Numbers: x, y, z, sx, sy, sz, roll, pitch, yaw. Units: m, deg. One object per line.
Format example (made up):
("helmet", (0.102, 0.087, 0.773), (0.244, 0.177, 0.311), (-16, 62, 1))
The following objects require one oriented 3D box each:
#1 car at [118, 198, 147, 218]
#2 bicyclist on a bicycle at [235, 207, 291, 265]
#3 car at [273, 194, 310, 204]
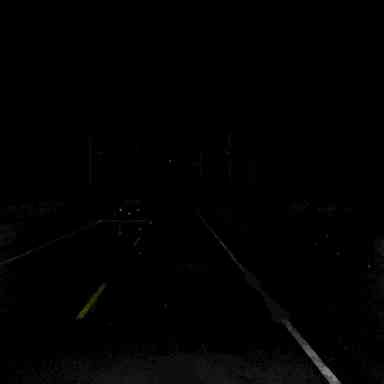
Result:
("car", (-4.623, 1.247, 26.353), (1.812, 1.442, 4.674), (0, 1, -3))
("bicyclist on a bicycle", (1.991, 1.238, 9.632), (1.656, 1.620, 0.582), (-9, 1, -2))
("car", (12.398, 0.972, 41.495), (4.674, 1.442, 1.812), (0, 1, 0))
